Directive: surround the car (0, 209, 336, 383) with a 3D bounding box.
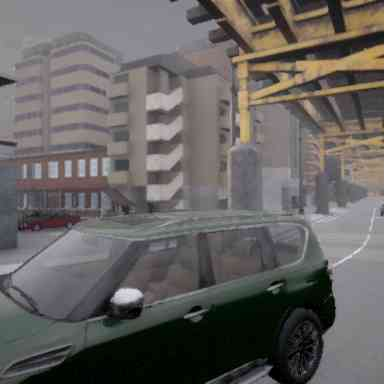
[{"bbox_3d":[-0.531,1.269,3.775,5.566,2.045,2.150,1,-1,-39],"label":"car"}]

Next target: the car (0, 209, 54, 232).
[{"bbox_3d":[-13.787,2.327,27.635,1.851,1.617,3.988,-1,-2,29],"label":"car"}]

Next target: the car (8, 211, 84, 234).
[{"bbox_3d":[-11.222,2.288,26.074,2.033,1.415,5.357,-1,-1,29],"label":"car"}]

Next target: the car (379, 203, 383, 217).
[{"bbox_3d":[22.594,2.019,37.992,1.837,1.490,4.892,-1,-1,29],"label":"car"}]
